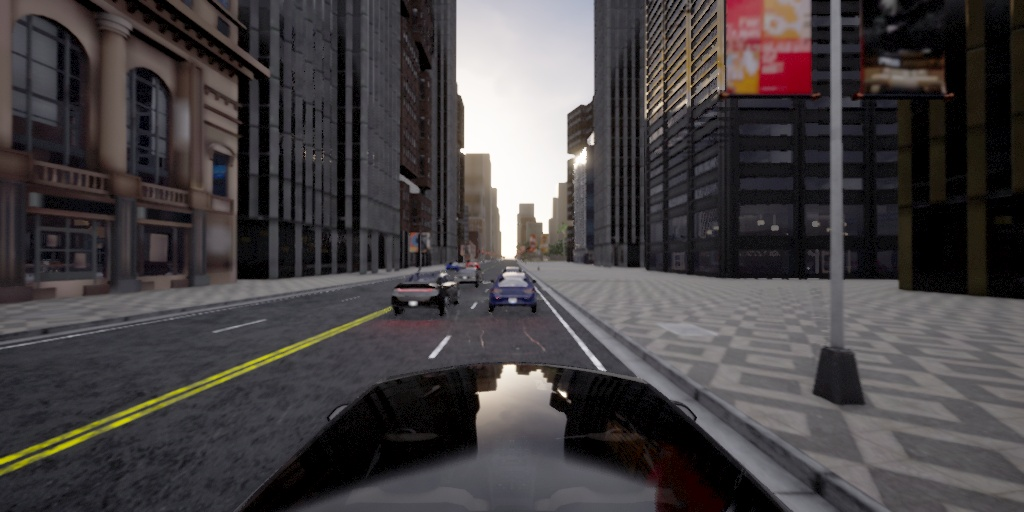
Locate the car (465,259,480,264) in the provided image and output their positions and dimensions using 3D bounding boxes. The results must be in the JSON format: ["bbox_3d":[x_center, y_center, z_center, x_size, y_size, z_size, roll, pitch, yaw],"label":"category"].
[{"bbox_3d":[-6.536,1.496,59.790,2.150,2.045,5.566,0,0,1],"label":"car"}]

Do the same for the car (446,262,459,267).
[{"bbox_3d":[-9.785,1.754,59.757,1.882,1.535,5.008,0,0,1],"label":"car"}]

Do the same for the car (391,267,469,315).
[{"bbox_3d":[-3.207,1.365,14.136,2.128,1.511,4.902,0,-1,1],"label":"car"}]

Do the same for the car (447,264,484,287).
[{"bbox_3d":[-3.227,1.549,27.048,2.033,1.411,5.357,0,-1,0],"label":"car"}]

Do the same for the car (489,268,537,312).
[{"bbox_3d":[0.052,1.407,14.928,1.812,1.442,4.674,0,0,1],"label":"car"}]
